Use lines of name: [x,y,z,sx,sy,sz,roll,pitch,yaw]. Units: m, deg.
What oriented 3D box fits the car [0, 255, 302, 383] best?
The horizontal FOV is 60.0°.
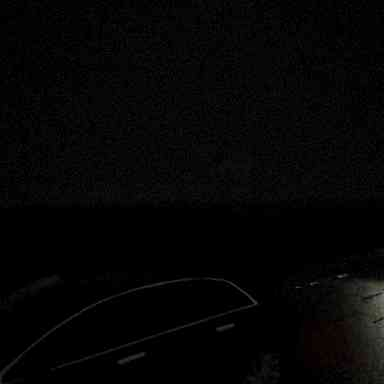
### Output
car: [-0.929,1.506,3.327,4.892,1.490,1.837,1,0,-35]
